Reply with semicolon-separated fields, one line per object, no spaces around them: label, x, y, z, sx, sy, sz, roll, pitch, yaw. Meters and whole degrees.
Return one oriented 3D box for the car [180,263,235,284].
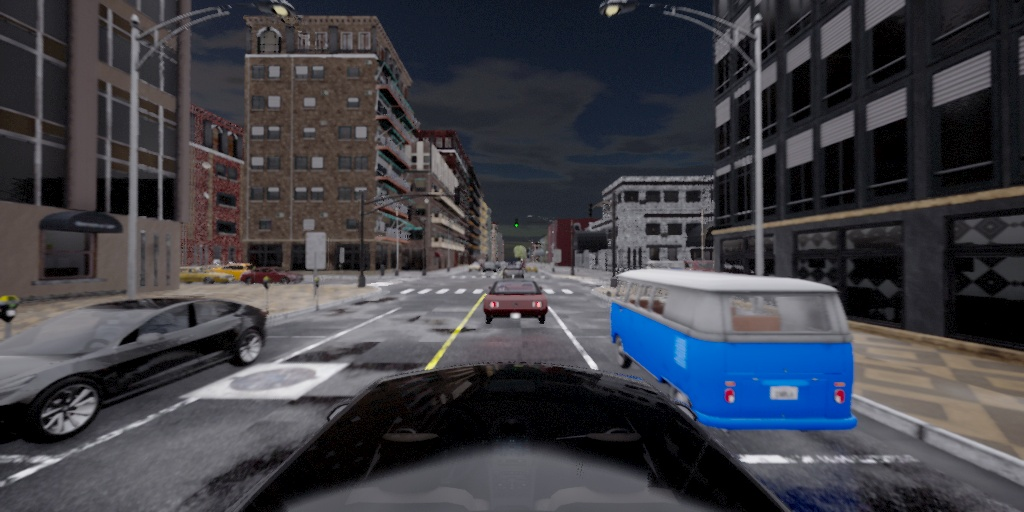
car;-22.948;1.380;26.157;4.829;1.417;1.751;0;0;0

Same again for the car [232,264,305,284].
car;-17.456;1.447;26.167;4.207;1.307;1.802;0;0;0

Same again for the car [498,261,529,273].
car;0.119;1.474;32.519;2.128;1.511;4.902;0;-1;0

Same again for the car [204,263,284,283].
car;-21.403;1.365;28.756;5.008;1.535;1.882;0;-1;0

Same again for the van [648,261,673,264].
van;14.912;1.392;34.609;3.998;1.789;1.690;0;0;0

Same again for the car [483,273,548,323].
car;0.106;1.424;12.394;1.895;1.301;4.718;0;0;0

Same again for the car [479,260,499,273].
car;-3.065;1.611;49.911;1.837;1.490;4.892;0;-1;0

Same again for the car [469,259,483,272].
car;-5.666;1.676;55.508;1.751;1.417;4.829;0;0;0

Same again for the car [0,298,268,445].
car;-5.688;1.341;5.381;1.948;1.339;4.313;0;0;0

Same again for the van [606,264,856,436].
van;2.659;1.116;5.351;1.690;1.789;3.998;0;0;0

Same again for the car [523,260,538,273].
car;2.713;1.632;50.306;1.751;1.417;4.829;0;0;0

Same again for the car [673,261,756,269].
car;14.931;1.269;26.230;5.009;1.841;2.192;0;0;0
